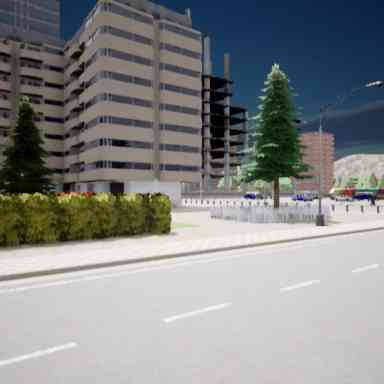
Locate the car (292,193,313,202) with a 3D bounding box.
[{"bbox_3d":[28.312,1.364,86.060,1.970,1.475,3.806,0,0,-36],"label":"car"}]

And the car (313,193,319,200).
[{"bbox_3d":[30.670,1.333,87.739,1.784,1.438,3.905,0,0,-36],"label":"car"}]

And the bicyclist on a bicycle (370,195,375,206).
[{"bbox_3d":[27.312,1.275,50.322,1.656,1.620,0.582,0,0,-36],"label":"bicyclist on a bicycle"}]

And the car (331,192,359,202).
[{"bbox_3d":[32.374,1.364,70.413,1.970,1.475,3.806,0,0,-36],"label":"car"}]

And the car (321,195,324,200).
[{"bbox_3d":[32.827,1.122,89.337,1.932,1.855,4.605,0,0,-36],"label":"car"}]

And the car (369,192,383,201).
[{"bbox_3d":[46.085,1.125,80.289,1.932,1.855,4.605,0,0,-36],"label":"car"}]
